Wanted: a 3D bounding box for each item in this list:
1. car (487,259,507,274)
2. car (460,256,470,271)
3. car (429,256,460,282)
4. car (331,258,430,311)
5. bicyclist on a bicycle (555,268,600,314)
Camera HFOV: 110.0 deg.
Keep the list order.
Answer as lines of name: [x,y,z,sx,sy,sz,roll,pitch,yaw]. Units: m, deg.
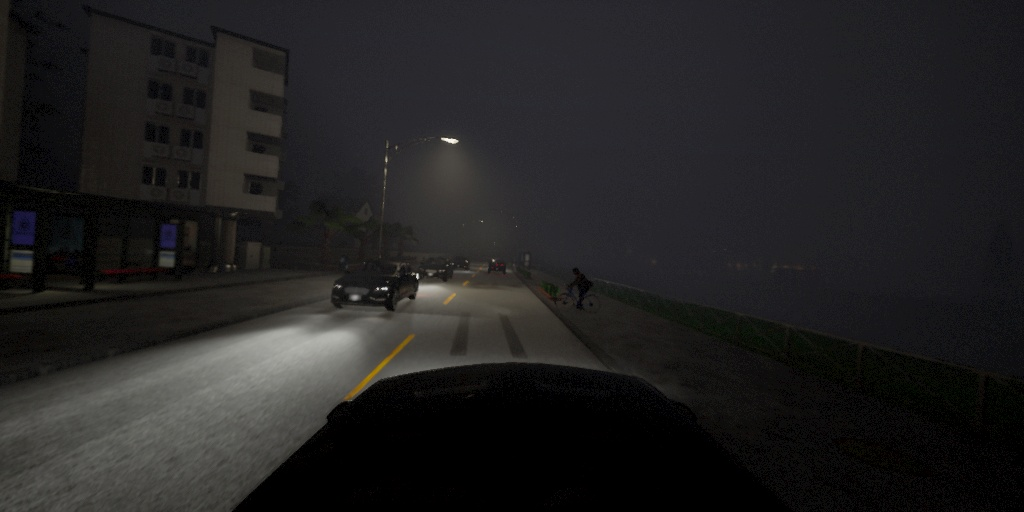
car: [-1.599,1.077,38.521,2.128,1.511,4.902,4,0,-3]
car: [-5.804,0.802,40.602,1.837,1.490,4.892,4,0,-2]
car: [-5.128,0.852,24.603,2.128,1.511,4.902,4,0,-3]
car: [-4.568,0.908,12.666,2.128,1.511,4.902,4,0,-3]
bicyclist on a bicycle: [2.380,1.245,12.802,1.656,1.620,0.582,4,0,-3]
